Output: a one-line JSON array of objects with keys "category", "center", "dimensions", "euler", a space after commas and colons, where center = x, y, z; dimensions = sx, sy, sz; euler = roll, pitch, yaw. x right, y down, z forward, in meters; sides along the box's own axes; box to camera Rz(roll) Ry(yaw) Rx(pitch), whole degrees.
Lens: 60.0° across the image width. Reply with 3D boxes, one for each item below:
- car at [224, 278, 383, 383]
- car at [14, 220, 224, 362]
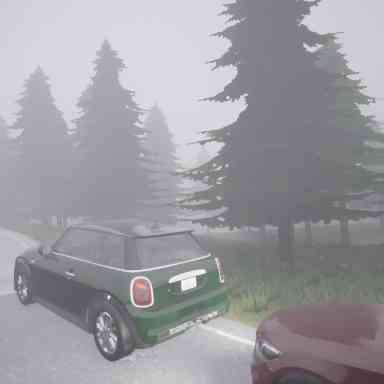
[{"category": "car", "center": [2.754, 1.531, 2.593], "dimensions": [4.674, 1.442, 1.812], "euler": [1, 0, 36]}, {"category": "car", "center": [-1.576, 1.308, 6.213], "dimensions": [4.553, 1.767, 2.097], "euler": [1, 1, 44]}]
